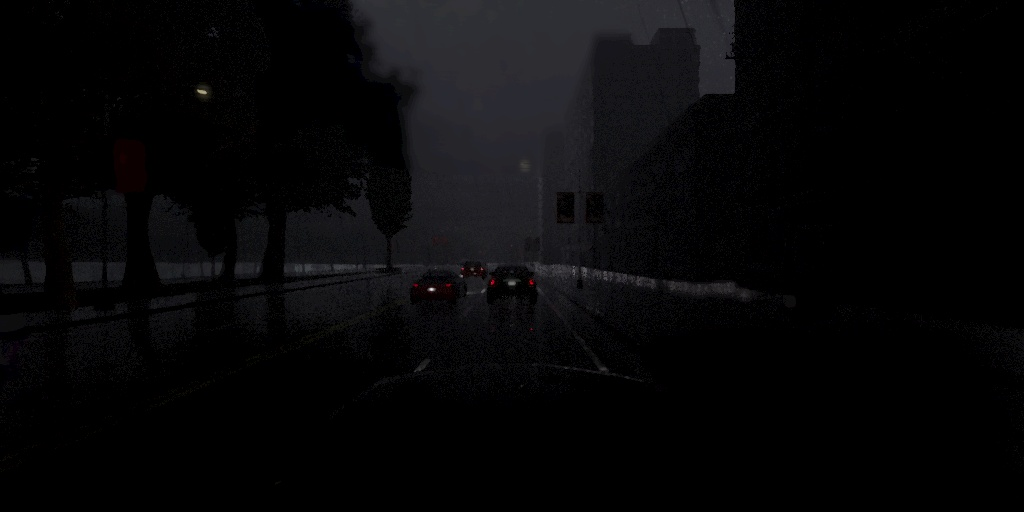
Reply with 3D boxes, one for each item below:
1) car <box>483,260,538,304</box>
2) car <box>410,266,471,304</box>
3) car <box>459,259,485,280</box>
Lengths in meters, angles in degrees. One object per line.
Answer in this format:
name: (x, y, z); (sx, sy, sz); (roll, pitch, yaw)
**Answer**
car: (0.000, 1.119, 16.472); (2.097, 1.767, 4.553); (0, 0, 0)
car: (-3.250, 1.326, 16.501); (1.994, 1.385, 4.181); (0, 0, 0)
car: (-3.250, 1.130, 31.473); (2.097, 1.767, 4.553); (0, 0, 0)
